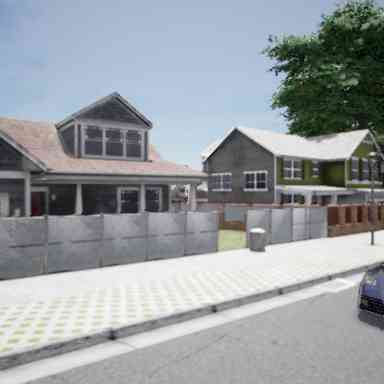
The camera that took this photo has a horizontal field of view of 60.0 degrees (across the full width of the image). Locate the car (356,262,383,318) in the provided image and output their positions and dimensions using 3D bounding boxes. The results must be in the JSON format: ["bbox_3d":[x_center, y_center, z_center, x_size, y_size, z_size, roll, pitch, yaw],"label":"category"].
[{"bbox_3d":[4.990,1.636,6.527,4.181,1.385,1.994,1,0,-40],"label":"car"}]
